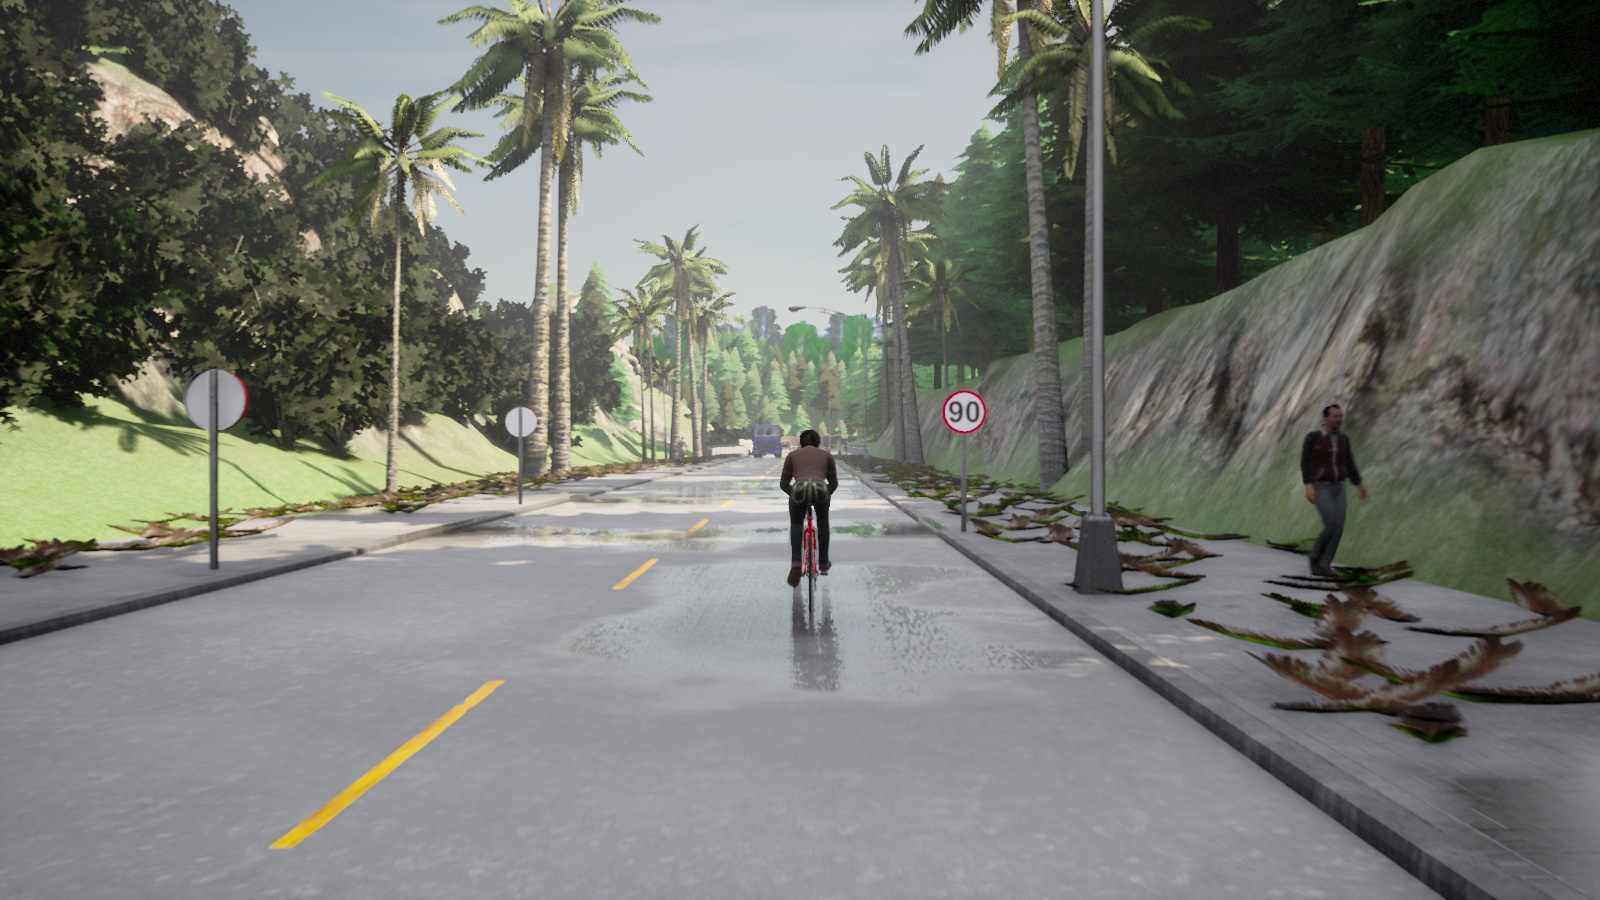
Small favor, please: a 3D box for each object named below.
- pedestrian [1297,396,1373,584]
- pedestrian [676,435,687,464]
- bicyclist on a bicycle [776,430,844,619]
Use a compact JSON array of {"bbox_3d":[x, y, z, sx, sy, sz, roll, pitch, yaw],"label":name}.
[{"bbox_3d":[5.426,0.388,12.766,0.376,1.854,0.720,0,0,-10],"label":"pedestrian"},{"bbox_3d":[-8.104,-0.046,86.174,0.659,1.952,0.873,0,0,0],"label":"pedestrian"},{"bbox_3d":[0.089,0.634,11.593,0.582,1.620,1.656,0,0,0],"label":"bicyclist on a bicycle"}]
